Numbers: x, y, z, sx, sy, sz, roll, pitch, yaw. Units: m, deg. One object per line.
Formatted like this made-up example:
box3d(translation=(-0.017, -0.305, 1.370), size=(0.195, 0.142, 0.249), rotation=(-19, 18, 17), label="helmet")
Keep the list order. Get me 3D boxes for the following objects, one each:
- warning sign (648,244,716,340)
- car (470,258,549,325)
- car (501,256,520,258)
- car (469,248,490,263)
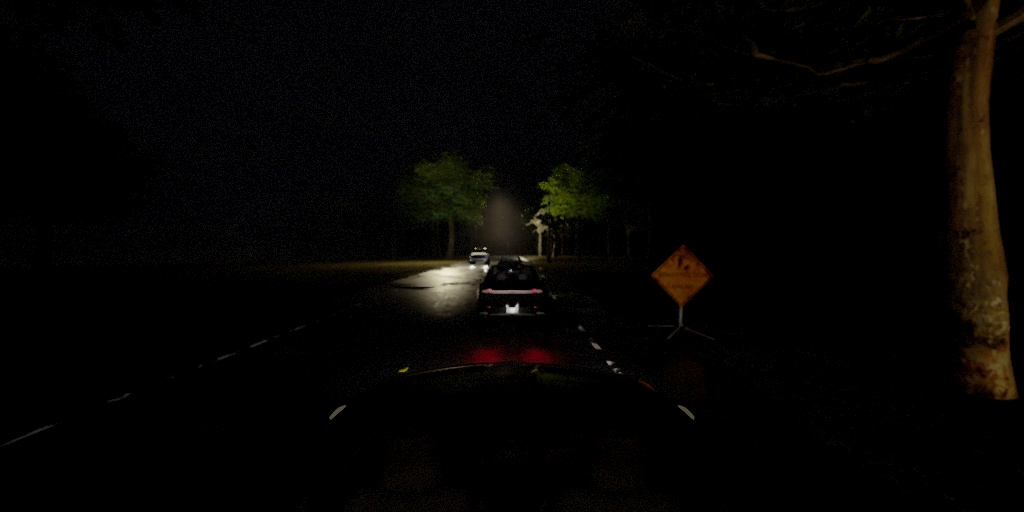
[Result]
box3d(translation=(3.507, 0.685, 7.511), size=(1.300, 1.860, 1.060), rotation=(0, 0, 0), label="warning sign")
box3d(translation=(0.003, 0.977, 10.689), size=(2.128, 1.511, 4.902), rotation=(0, 2, 0), label="car")
box3d(translation=(-0.119, 0.675, 27.867), size=(1.895, 1.301, 4.718), rotation=(0, 1, 0), label="car")
box3d(translation=(-3.916, 0.014, 44.115), size=(2.150, 2.045, 5.566), rotation=(0, 1, 0), label="car")
